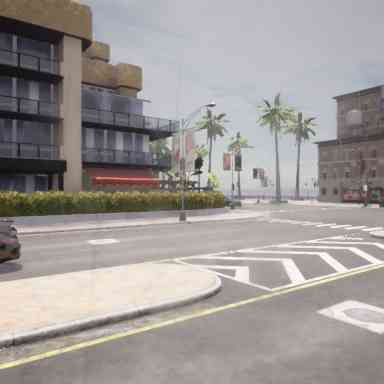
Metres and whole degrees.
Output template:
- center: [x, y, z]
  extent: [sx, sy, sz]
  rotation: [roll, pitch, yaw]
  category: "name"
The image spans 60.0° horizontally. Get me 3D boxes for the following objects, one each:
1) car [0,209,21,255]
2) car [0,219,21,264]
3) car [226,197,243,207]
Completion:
- center: [-8.930, 1.492, 11.751]
  extent: [4.902, 1.511, 2.128]
  rotation: [0, 0, -35]
  category: "car"
- center: [-7.115, 1.526, 8.738]
  extent: [4.674, 1.442, 1.812]
  rotation: [0, 0, -37]
  category: "car"
- center: [5.739, 1.505, 51.571]
  extent: [1.837, 1.490, 4.892]
  rotation: [0, 0, -35]
  category: "car"
